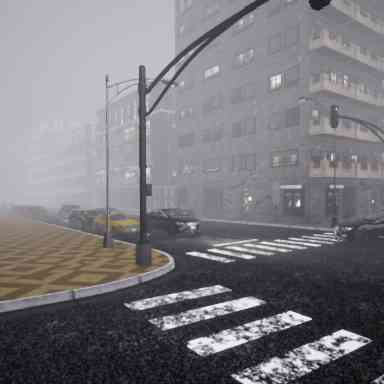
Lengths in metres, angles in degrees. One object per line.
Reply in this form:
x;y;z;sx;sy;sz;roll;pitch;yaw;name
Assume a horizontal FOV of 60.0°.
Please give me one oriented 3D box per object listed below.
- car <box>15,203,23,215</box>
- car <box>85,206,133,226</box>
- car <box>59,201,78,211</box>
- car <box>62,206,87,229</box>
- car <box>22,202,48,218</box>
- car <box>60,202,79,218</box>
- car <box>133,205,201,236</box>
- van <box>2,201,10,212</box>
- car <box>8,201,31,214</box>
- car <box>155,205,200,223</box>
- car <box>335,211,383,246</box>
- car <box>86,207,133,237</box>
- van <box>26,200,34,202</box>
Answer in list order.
-21.572;2.394;43.719;1.802;1.307;4.206;-2;0;-36;car
-7.259;1.995;28.634;2.033;1.411;5.357;-1;-1;-37;car
-21.522;2.369;57.794;1.967;1.590;4.097;-2;0;-36;car
-8.179;2.003;25.496;1.947;1.339;4.313;-2;0;-36;car
-18.224;2.263;39.163;1.887;1.381;4.507;-2;0;-36;car
-13.217;2.120;36.762;1.837;1.490;4.892;-1;-1;-36;car
-1.400;1.776;20.662;2.128;1.511;4.902;-1;-1;-36;car
-31.624;2.434;57.386;1.690;1.788;3.998;-2;0;-36;van
-24.921;2.450;48.274;1.887;1.381;4.507;-2;0;-36;car
-1.428;1.917;30.460;2.008;1.369;4.403;-2;0;-36;car
9.007;1.552;14.764;4.902;1.511;2.128;-1;0;12;car
-4.731;1.866;20.804;1.752;1.417;4.829;-2;0;-36;car
-41.616;2.834;85.128;1.690;1.788;3.998;-2;0;-36;van
